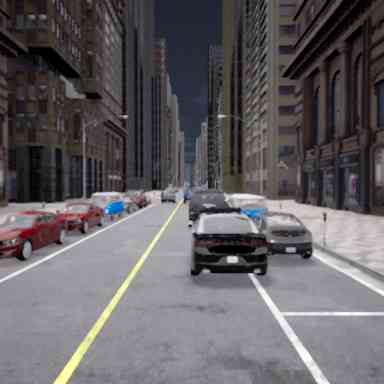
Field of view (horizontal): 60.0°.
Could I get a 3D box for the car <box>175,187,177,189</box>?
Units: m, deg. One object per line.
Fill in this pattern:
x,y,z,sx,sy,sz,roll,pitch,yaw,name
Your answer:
-5.867,-0.051,90.076,1.887,1.381,4.507,0,1,0,car

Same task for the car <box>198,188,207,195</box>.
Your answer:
2.665,-0.184,84.480,2.192,1.841,5.009,0,1,0,car

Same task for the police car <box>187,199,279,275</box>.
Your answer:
0.889,1.243,9.925,1.930,1.638,5.238,0,1,0,police car

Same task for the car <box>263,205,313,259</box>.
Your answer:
2.750,1.341,11.452,2.008,1.369,4.403,0,1,0,car

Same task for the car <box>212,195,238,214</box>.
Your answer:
2.730,1.010,28.475,1.752,1.417,4.829,0,1,0,car

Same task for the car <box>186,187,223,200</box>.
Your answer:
0.878,0.863,19.840,2.150,2.045,5.566,0,1,0,car

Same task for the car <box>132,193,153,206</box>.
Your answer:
-5.807,0.815,39.349,1.752,1.417,4.829,0,1,0,car

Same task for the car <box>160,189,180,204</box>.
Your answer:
-3.081,0.749,44.326,2.033,1.411,5.357,0,1,0,car

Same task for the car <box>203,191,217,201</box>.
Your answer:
2.704,0.609,50.946,1.752,1.417,4.829,0,1,0,car

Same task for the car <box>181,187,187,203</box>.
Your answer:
-0.043,0.413,44.936,2.150,2.045,5.566,0,1,0,car

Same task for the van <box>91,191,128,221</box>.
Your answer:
-5.788,0.930,22.662,1.690,1.788,3.998,0,1,0,van

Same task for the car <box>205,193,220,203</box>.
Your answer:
2.711,0.768,45.160,1.802,1.307,4.206,0,1,0,car

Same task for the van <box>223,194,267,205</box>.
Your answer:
2.743,1.030,17.066,1.690,1.788,3.998,0,1,0,van

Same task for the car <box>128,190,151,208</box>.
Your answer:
-5.801,0.703,33.897,2.192,1.841,5.009,0,1,0,car

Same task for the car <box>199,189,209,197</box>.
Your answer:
2.678,0.136,73.247,1.967,1.590,4.097,0,1,0,car

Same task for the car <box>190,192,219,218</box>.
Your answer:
0.870,0.884,25.781,2.097,1.767,4.553,0,1,0,car

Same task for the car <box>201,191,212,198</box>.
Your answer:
2.691,0.457,62.013,1.947,1.339,4.313,0,1,0,car

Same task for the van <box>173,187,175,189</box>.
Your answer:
-5.860,-0.158,84.455,1.690,1.788,3.998,0,1,0,van

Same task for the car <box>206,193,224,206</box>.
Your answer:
2.717,0.868,39.542,1.802,1.307,4.206,0,1,0,car

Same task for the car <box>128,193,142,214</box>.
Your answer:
-5.795,1.039,28.283,2.008,1.369,4.403,0,1,0,car

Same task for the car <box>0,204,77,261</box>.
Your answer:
-5.775,1.335,11.431,1.887,1.381,4.507,0,1,0,car

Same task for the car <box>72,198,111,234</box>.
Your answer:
-5.782,1.234,17.048,1.887,1.381,4.507,0,1,0,car

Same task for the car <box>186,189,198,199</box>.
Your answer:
-0.068,0.288,59.448,2.097,1.767,4.553,0,1,0,car
